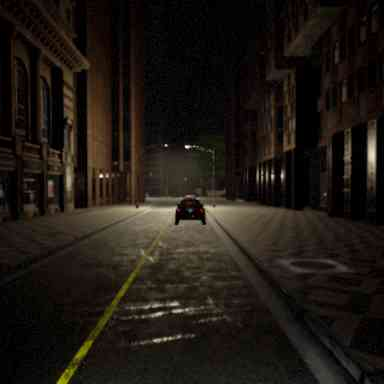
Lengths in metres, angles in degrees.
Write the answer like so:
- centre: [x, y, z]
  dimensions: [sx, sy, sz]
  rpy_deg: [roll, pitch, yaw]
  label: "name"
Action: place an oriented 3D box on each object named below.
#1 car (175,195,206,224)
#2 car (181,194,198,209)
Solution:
- centre: [-0.128, 1.277, 24.386]
  dimensions: [2.097, 1.767, 4.553]
  rpy_deg: [0, 0, 0]
  label: "car"
- centre: [-0.301, 1.209, 42.885]
  dimensions: [2.097, 1.767, 4.553]
  rpy_deg: [0, 0, -1]
  label: "car"
